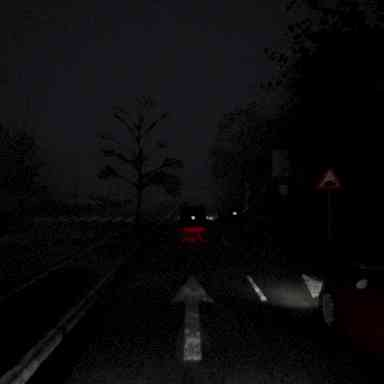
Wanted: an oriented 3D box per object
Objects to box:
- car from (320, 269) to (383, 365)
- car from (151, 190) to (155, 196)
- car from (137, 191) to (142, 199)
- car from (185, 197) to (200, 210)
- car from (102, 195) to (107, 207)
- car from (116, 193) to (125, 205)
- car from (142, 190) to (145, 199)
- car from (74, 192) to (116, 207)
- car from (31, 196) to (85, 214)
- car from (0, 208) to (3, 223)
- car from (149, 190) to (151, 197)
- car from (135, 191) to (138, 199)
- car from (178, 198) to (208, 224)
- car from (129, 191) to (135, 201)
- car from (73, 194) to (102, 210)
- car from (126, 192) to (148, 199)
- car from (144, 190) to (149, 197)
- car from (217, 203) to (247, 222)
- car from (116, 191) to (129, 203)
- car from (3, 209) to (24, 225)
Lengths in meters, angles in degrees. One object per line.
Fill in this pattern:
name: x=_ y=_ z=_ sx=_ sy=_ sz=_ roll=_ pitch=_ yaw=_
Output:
car: x=3.096 y=1.521 z=3.790 sx=1.812 sy=1.442 sz=4.674 roll=0 pitch=0 yaw=0
car: x=-13.922 y=0.464 z=91.145 sx=5.566 sy=2.045 sz=2.435 roll=-1 pitch=1 yaw=-20
car: x=-13.881 y=1.069 z=70.162 sx=5.008 sy=1.535 sz=2.097 roll=-1 pitch=1 yaw=-20
car: x=0.060 y=1.432 z=41.507 sx=1.812 sy=1.442 sz=4.674 roll=0 pitch=0 yaw=0
car: x=-13.883 y=1.430 z=43.139 sx=4.674 sy=1.452 sz=2.002 roll=-1 pitch=0 yaw=-20
car: x=-13.710 y=1.320 z=52.212 sx=5.366 sy=1.575 sz=1.946 roll=-1 pitch=0 yaw=-20
car: x=-13.864 y=0.988 z=76.178 sx=4.792 sy=1.488 sz=2.163 roll=-1 pitch=1 yaw=-20
car: x=-13.857 y=1.125 z=46.157 sx=5.566 sy=2.045 sz=2.435 roll=-1 pitch=0 yaw=-20
car: x=-13.850 y=1.449 z=34.142 sx=4.792 sy=1.488 sz=2.163 roll=-1 pitch=0 yaw=-20
car: x=-13.866 y=1.494 z=19.118 sx=4.674 sy=1.452 sz=2.002 roll=-1 pitch=0 yaw=-20
car: x=-13.718 y=0.848 z=82.232 sx=5.366 sy=1.575 sz=1.946 roll=-1 pitch=1 yaw=-20
car: x=-13.889 y=1.162 z=67.163 sx=4.674 sy=1.452 sz=2.002 roll=-1 pitch=1 yaw=-20
car: x=0.076 y=1.454 z=24.300 sx=1.837 sy=1.490 sz=4.892 roll=0 pitch=0 yaw=0
car: x=-13.918 y=1.046 z=64.150 sx=4.553 sy=1.767 sz=2.185 roll=-1 pitch=1 yaw=-20
car: x=-14.050 y=1.402 z=40.065 sx=5.366 sy=1.575 sz=1.946 roll=-1 pitch=1 yaw=-20
car: x=-14.066 y=0.807 z=85.098 sx=5.366 sy=1.575 sz=1.946 roll=-1 pitch=1 yaw=-20
car: x=-13.870 y=0.655 z=79.176 sx=5.566 sy=2.045 sz=2.435 roll=-1 pitch=1 yaw=-20
car: x=3.075 y=1.510 z=25.938 sx=1.994 sy=1.385 sz=4.181 roll=0 pitch=0 yaw=0
car: x=-13.912 y=1.044 z=55.137 sx=5.566 sy=2.045 sz=2.435 roll=-1 pitch=1 yaw=-20
car: x=-13.846 y=1.476 z=22.136 sx=4.792 sy=1.488 sz=2.163 roll=-1 pitch=0 yaw=-20
